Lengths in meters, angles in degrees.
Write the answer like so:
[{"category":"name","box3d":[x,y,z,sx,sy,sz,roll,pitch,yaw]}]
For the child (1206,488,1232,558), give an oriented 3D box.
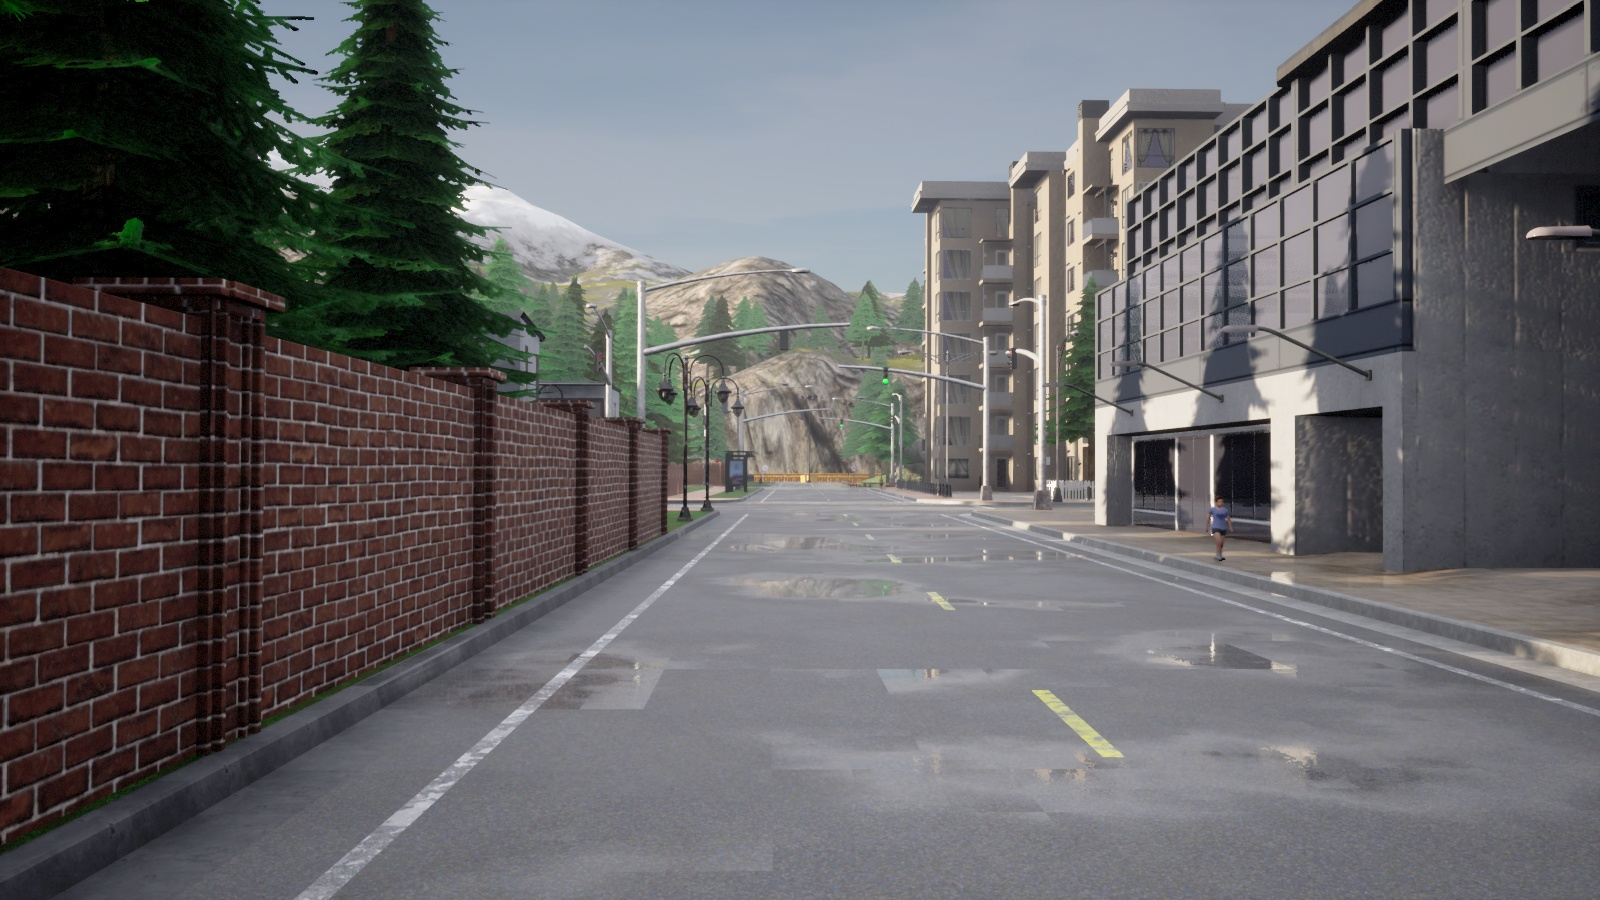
[{"category":"child","box3d":[6.711,1.166,20.124,0.255,1.110,0.394,0,-1,-3]}]
